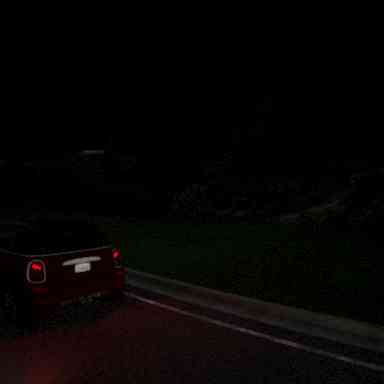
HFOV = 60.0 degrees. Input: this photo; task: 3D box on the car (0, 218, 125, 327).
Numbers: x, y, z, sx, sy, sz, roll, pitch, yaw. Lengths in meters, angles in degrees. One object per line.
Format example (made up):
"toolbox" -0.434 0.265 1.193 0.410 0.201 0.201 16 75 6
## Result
"car" -3.514 1.388 7.460 4.553 1.767 2.097 0 0 43
